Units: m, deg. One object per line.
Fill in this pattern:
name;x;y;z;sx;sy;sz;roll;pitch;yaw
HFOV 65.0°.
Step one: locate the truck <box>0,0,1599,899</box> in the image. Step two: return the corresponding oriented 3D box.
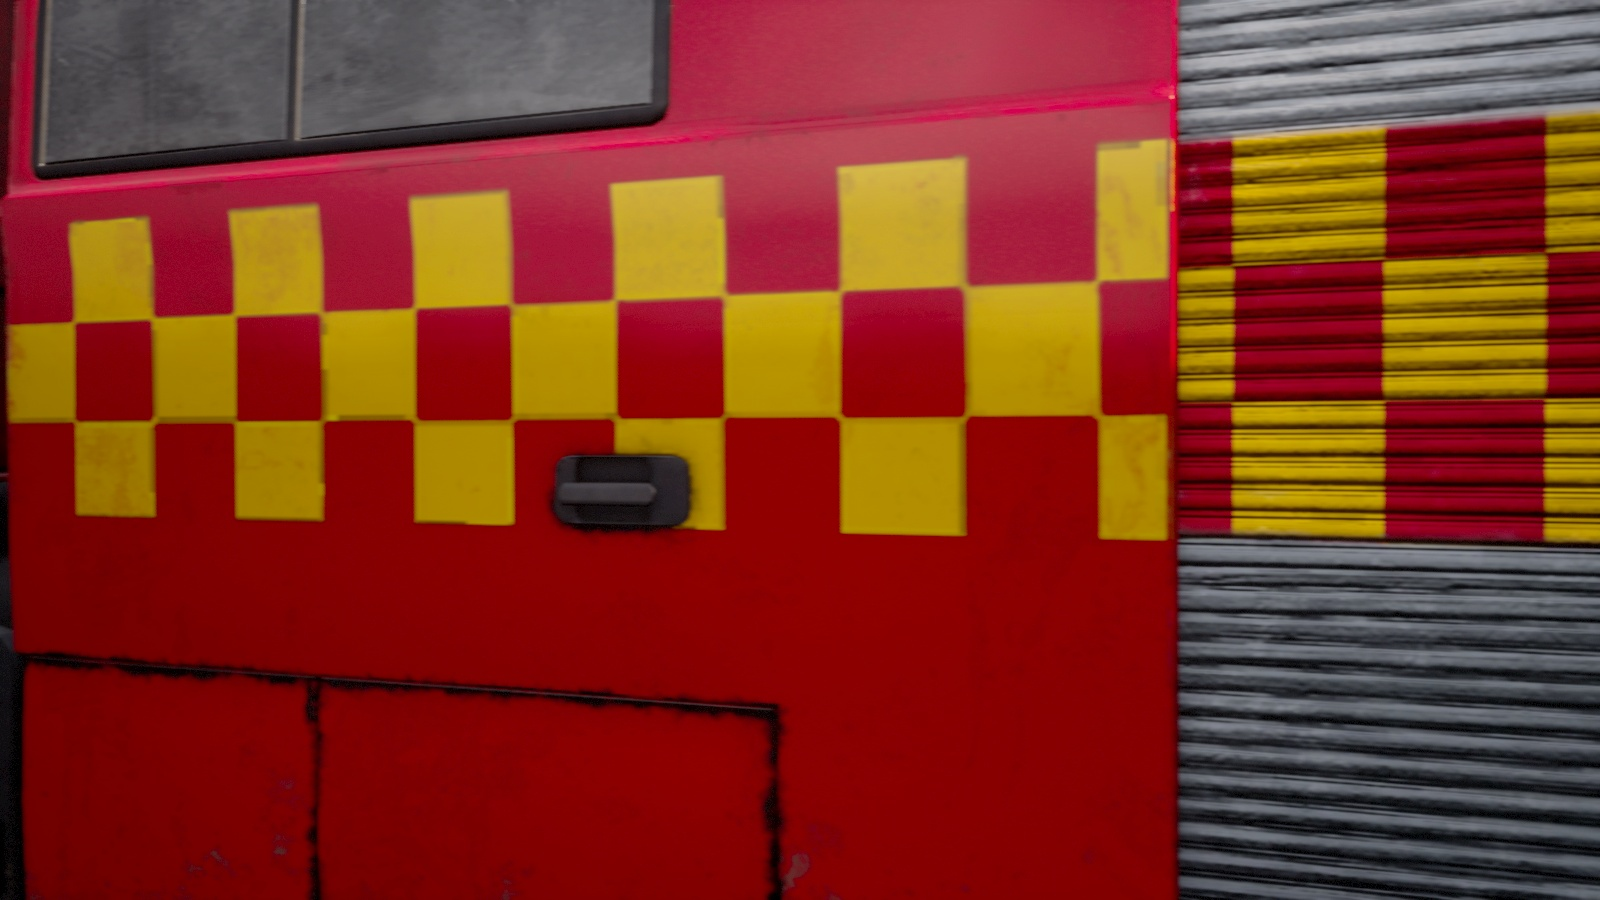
truck;-0.065;-0.398;3.725;8.468;3.827;2.891;1;1;19
